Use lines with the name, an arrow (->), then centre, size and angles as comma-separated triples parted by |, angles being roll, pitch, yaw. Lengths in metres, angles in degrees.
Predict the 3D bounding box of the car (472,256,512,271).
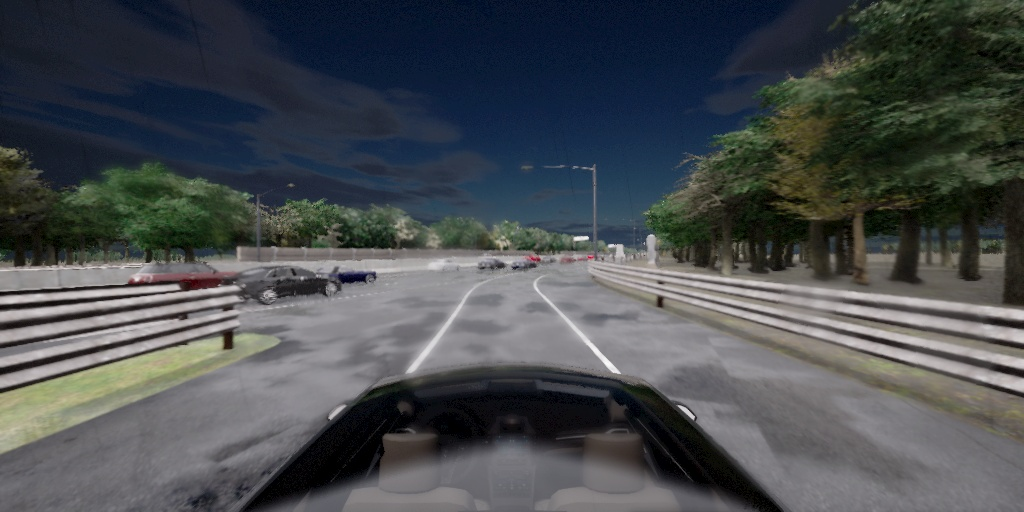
car -> -2.297, 1.020, 42.897 | 2.033, 1.411, 5.357 | -1, 0, 23

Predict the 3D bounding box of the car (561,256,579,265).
car -> 10.043, 0.700, 63.547 | 1.882, 1.535, 5.008 | -1, 0, 22

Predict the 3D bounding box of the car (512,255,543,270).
car -> 1.584, 0.967, 43.124 | 2.033, 1.411, 5.357 | -1, 0, 23

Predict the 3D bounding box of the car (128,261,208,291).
car -> -16.299, 1.112, 18.319 | 2.097, 1.767, 4.553 | -1, 0, 23

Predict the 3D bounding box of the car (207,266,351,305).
car -> -9.816, 1.186, 15.675 | 1.837, 1.490, 4.892 | -1, 0, 23

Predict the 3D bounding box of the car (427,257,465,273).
car -> -7.485, 1.081, 39.536 | 1.812, 1.442, 4.674 | -1, 0, 23

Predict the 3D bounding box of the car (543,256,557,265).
car -> 6.812, 0.753, 64.892 | 2.128, 1.511, 4.902 | -1, 0, 22

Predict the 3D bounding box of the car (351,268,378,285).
car -> -10.758, 1.270, 22.527 | 1.895, 1.301, 4.718 | -1, 0, 23
